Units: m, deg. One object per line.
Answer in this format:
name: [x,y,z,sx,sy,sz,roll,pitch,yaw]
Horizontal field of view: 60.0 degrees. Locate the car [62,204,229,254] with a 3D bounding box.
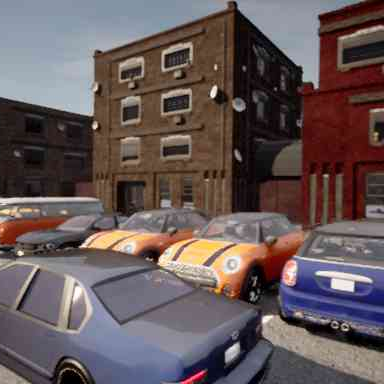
car: [-1.062,1.328,9.753,2.185,1.767,4.553,0,0,36]

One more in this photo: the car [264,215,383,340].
car: [3.390,1.350,6.498,2.185,1.767,4.553,0,0,36]

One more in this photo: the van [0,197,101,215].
van: [-5.636,1.210,12.837,1.878,1.987,4.442,0,0,36]

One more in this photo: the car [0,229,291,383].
car: [-1.659,1.531,4.563,5.357,1.411,2.033,0,0,36]

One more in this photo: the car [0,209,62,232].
car: [-3.321,1.445,11.334,2.097,1.535,5.008,0,0,36]
